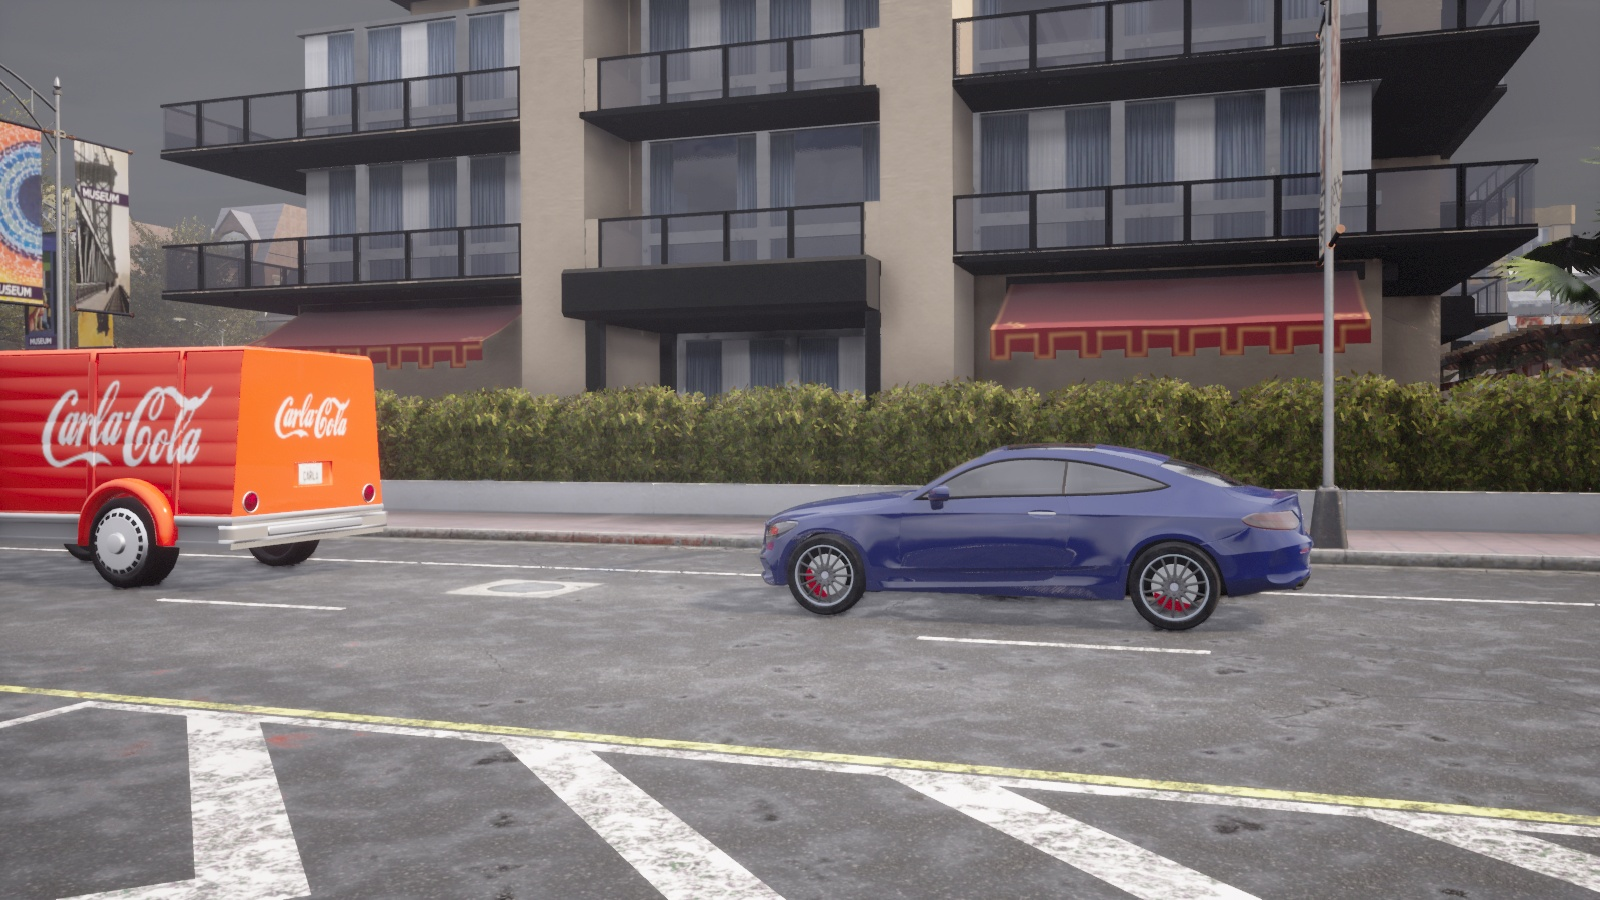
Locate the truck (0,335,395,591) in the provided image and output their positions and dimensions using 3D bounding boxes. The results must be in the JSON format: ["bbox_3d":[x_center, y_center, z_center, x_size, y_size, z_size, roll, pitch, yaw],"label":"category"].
[{"bbox_3d":[-7.581,0.085,14.149,5.204,2.467,2.627,1,1,19],"label":"truck"}]

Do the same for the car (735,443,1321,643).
[{"bbox_3d":[1.945,0.684,10.949,4.674,1.442,1.812,1,1,18],"label":"car"}]
